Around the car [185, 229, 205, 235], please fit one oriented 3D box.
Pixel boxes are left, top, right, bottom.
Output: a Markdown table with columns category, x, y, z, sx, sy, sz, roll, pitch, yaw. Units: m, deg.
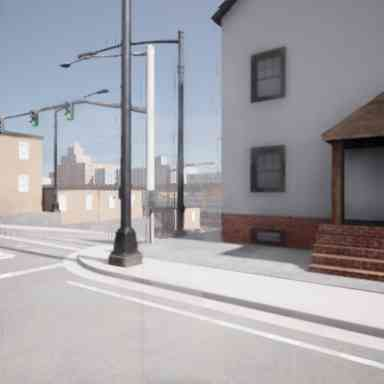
| category | x | y | z | sx | sy | sz | roll | pitch | yaw |
| --- | --- | --- | --- | --- | --- | --- | --- | --- | --- |
| car | 0.549 | 4.185 | 30.948 | 1.994 | 1.385 | 4.181 | 0 | -12 | 35 |
